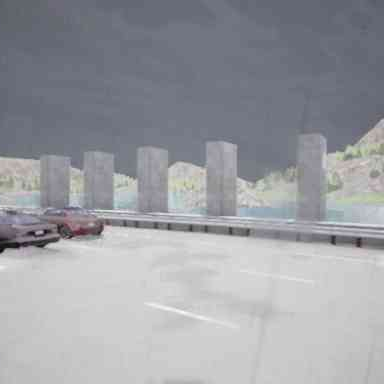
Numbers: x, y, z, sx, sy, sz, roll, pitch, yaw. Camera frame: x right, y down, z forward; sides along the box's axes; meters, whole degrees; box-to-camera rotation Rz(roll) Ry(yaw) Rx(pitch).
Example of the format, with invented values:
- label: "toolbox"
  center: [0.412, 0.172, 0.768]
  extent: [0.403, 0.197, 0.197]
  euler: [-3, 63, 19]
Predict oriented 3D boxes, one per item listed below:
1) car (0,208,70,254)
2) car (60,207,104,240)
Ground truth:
- label: "car"
  center: [-7.418, 1.431, 12.822]
  extent: [5.357, 1.411, 2.033]
  euler: [1, 0, 32]
- label: "car"
  center: [-6.302, 1.433, 16.234]
  extent: [4.181, 1.385, 1.994]
  euler: [1, 0, 31]
